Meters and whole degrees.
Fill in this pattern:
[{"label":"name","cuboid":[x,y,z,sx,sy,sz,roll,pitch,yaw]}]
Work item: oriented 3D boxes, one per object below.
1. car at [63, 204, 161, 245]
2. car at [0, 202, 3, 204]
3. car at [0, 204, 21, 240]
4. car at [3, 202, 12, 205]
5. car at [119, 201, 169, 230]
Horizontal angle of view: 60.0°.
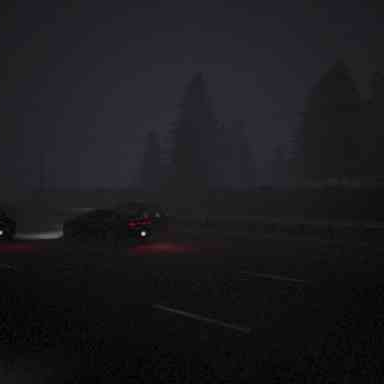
[{"label":"car","cuboid":[-4.008,1.477,15.426,4.892,1.490,1.837,1,0,36]},{"label":"car","cuboid":[-16.264,1.483,24.168,5.357,1.411,2.033,0,0,36]},{"label":"car","cuboid":[-10.072,1.464,15.468,4.892,1.490,1.837,0,0,36]},{"label":"car","cuboid":[-17.052,1.528,29.043,4.718,1.301,1.895,0,0,36]},{"label":"car","cuboid":[-3.608,1.318,19.447,4.553,1.767,2.097,0,0,36]}]
